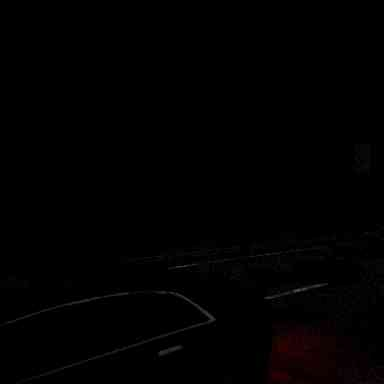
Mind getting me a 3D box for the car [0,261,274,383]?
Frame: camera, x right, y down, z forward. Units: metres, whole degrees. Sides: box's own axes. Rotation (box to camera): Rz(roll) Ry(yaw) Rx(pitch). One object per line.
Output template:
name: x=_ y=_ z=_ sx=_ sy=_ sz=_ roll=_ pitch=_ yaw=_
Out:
car: x=-1.420 y=1.498 z=2.857 sx=4.892 sy=1.490 sz=1.837 roll=0 pitch=0 yaw=-34
